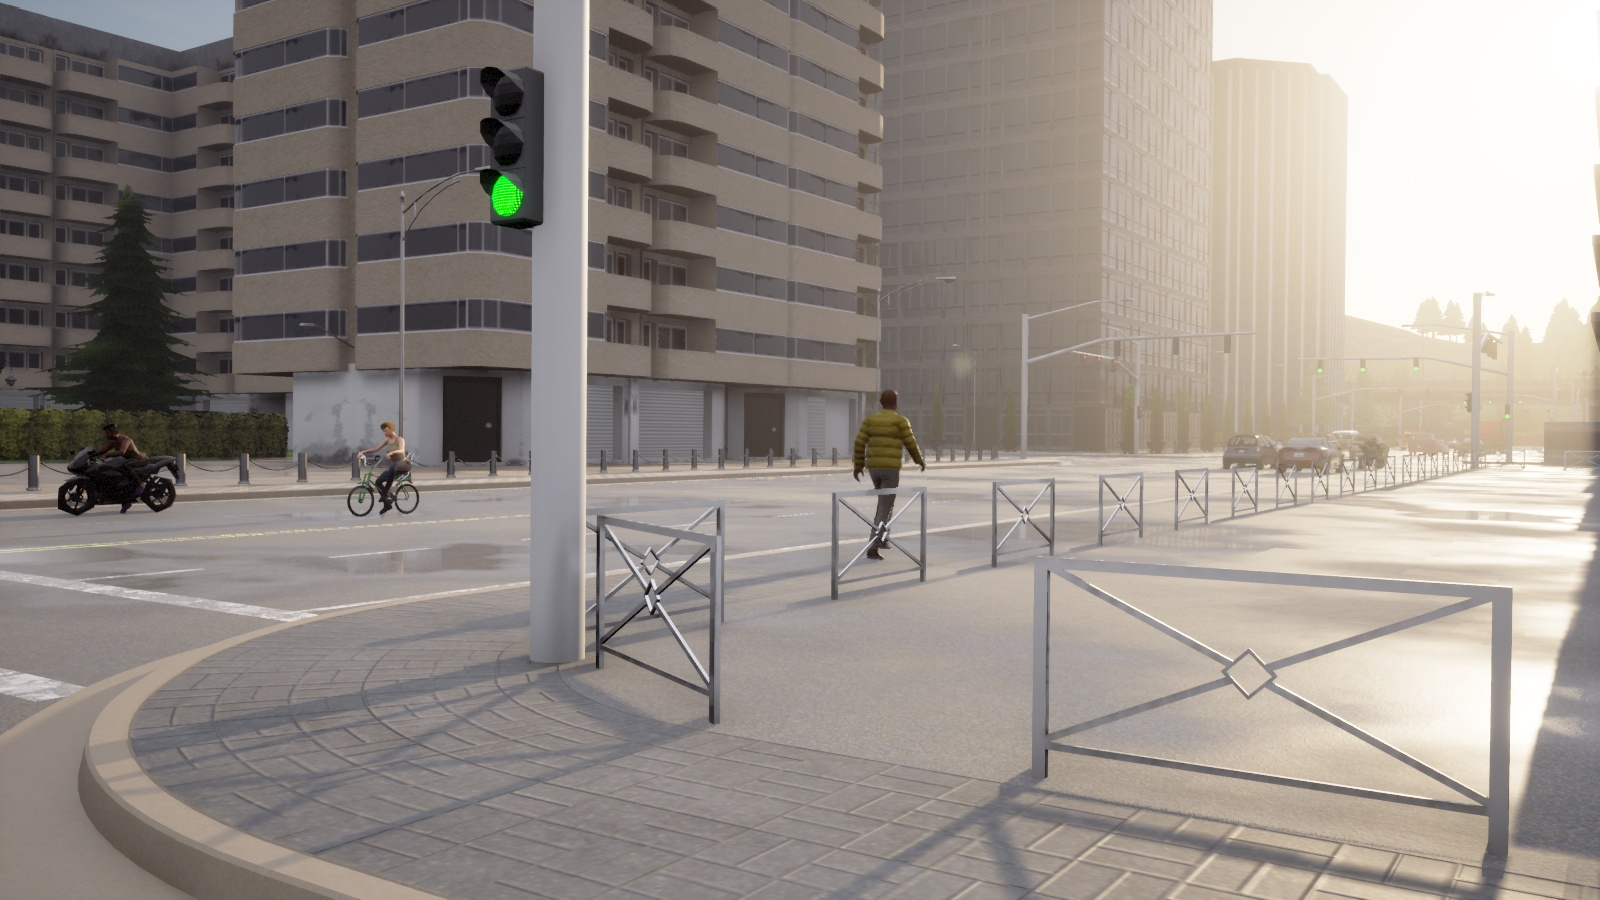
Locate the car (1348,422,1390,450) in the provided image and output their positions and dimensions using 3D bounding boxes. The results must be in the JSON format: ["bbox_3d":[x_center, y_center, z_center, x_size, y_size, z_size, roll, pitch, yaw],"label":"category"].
[{"bbox_3d":[38.438,-0.957,84.746,1.932,1.855,4.605,0,1,33],"label":"car"}]

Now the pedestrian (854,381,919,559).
[{"bbox_3d":[0.922,0.200,13.293,0.370,1.835,0.726,0,1,33],"label":"pedestrian"}]

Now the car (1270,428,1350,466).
[{"bbox_3d":[21.067,-0.166,51.727,2.163,1.488,4.792,0,1,33],"label":"car"}]

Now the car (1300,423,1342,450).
[{"bbox_3d":[36.743,-0.994,88.571,1.932,1.855,4.605,0,1,33],"label":"car"}]

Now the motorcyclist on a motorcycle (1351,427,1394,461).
[{"bbox_3d":[26.885,-0.304,58.982,2.191,1.530,0.866,-2,3,-36],"label":"motorcyclist on a motorcycle"}]

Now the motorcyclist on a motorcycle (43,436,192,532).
[{"bbox_3d":[-11.443,0.529,21.112,0.797,1.523,2.044,0,1,33],"label":"motorcyclist on a motorcycle"}]

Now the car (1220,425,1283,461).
[{"bbox_3d":[20.751,-0.346,57.663,1.851,1.617,3.988,0,1,33],"label":"car"}]

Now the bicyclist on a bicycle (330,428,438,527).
[{"bbox_3d":[-7.076,0.440,21.409,0.866,1.612,1.509,0,1,33],"label":"bicyclist on a bicycle"}]
